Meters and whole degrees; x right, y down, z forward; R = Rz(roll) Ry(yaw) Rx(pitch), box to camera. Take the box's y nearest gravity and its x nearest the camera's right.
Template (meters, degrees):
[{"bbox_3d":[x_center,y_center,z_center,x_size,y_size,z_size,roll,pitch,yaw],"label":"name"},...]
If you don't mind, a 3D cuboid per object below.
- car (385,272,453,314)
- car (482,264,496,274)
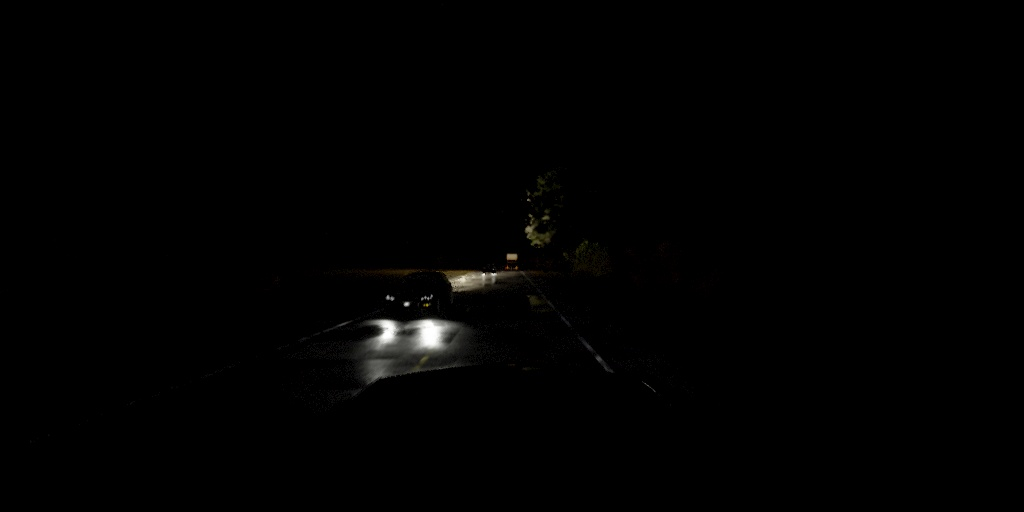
[{"bbox_3d":[-3.599,1.423,14.667,1.837,1.490,4.892,0,-1,0],"label":"car"},{"bbox_3d":[-3.544,1.980,56.349,1.837,1.490,4.892,0,0,1],"label":"car"}]
